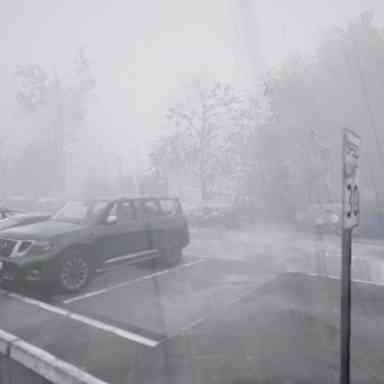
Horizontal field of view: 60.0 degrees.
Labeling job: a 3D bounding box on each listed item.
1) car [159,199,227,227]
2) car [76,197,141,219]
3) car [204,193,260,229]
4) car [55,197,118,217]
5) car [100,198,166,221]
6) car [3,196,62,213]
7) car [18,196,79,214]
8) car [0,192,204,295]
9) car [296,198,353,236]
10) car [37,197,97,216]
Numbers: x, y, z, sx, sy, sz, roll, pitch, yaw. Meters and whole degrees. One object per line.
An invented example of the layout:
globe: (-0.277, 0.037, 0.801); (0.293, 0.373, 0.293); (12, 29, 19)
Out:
car: (0.203, 1.317, 22.567); (2.231, 1.521, 4.892); (0, 0, 35)
car: (-6.759, 1.256, 27.392); (2.097, 1.535, 5.008); (1, 0, 35)
car: (2.401, 1.082, 20.996); (2.435, 2.045, 5.566); (0, 0, 35)
car: (-9.077, 1.235, 29.004); (2.097, 1.535, 5.008); (0, 0, 35)
car: (-4.441, 1.278, 25.780); (2.231, 1.521, 4.892); (0, 0, 35)
car: (-16.133, 1.171, 33.913); (2.097, 1.535, 5.008); (0, 0, 35)
car: (-13.810, 1.192, 32.308); (2.097, 1.535, 5.008); (1, 0, 35)
car: (-2.286, 1.103, 8.941); (2.435, 2.045, 5.566); (0, 0, 35)
car: (7.125, 1.235, 17.667); (2.185, 1.767, 4.553); (1, 1, 35)
car: (-11.376, 1.243, 30.645); (2.163, 1.488, 4.792); (0, 0, 35)
